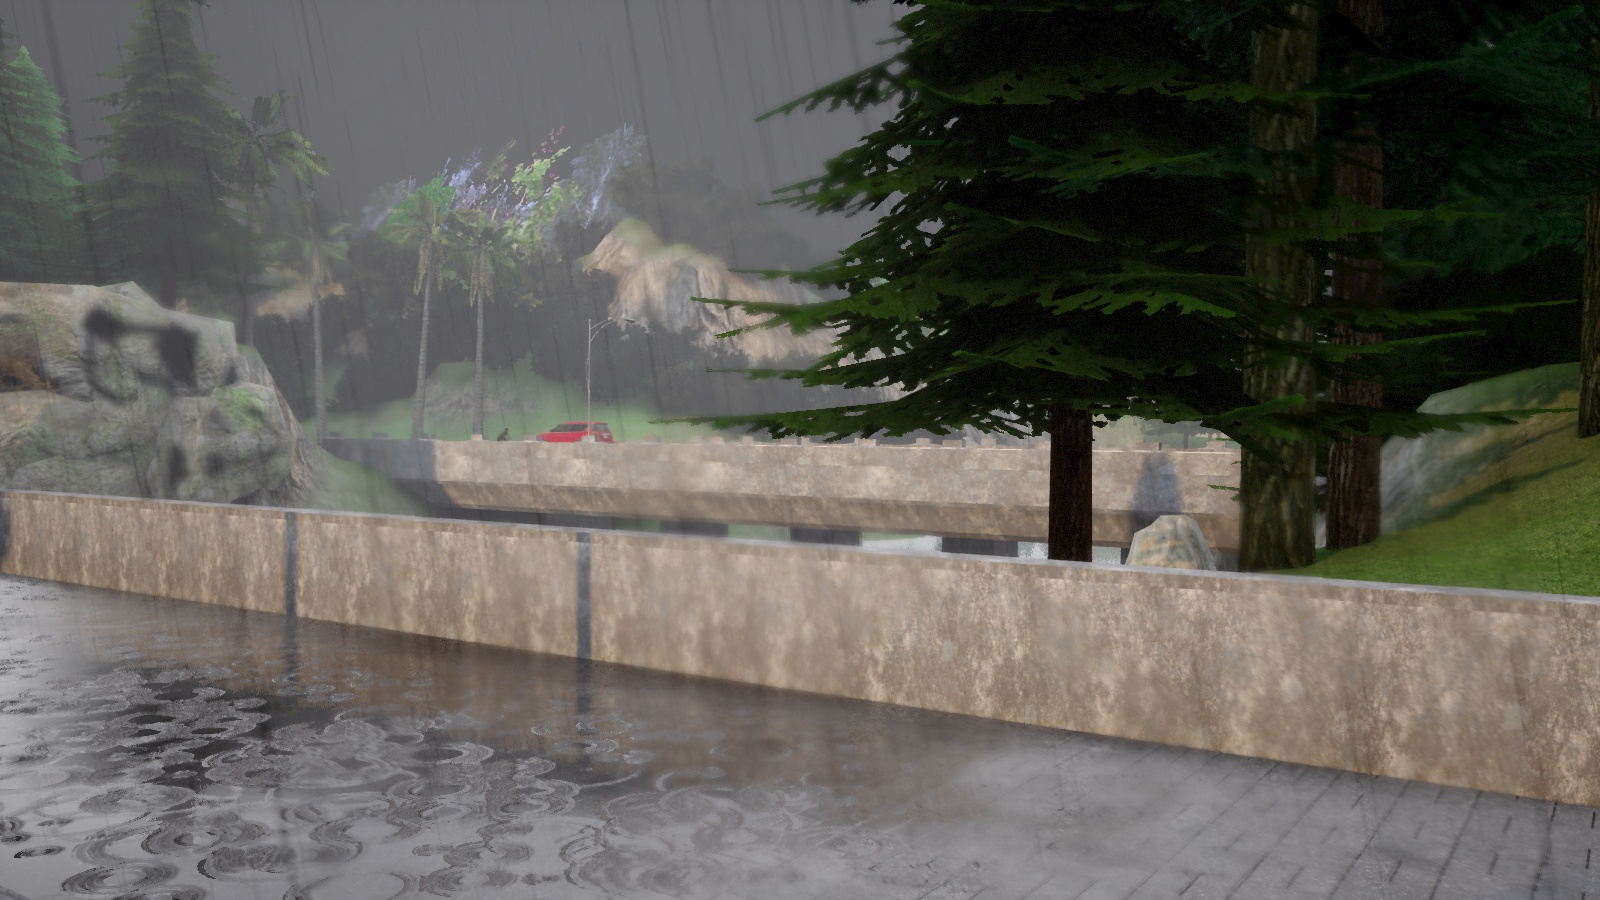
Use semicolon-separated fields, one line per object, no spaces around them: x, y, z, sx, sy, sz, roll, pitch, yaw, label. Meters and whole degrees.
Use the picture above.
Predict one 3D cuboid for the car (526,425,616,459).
-14.309;-0.490;78.364;5.566;2.045;2.150;0;1;34;car
